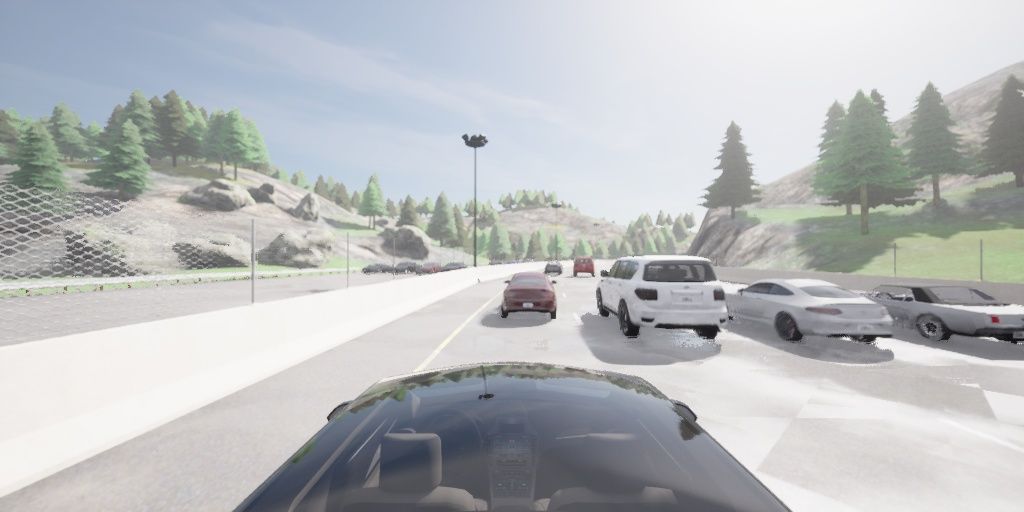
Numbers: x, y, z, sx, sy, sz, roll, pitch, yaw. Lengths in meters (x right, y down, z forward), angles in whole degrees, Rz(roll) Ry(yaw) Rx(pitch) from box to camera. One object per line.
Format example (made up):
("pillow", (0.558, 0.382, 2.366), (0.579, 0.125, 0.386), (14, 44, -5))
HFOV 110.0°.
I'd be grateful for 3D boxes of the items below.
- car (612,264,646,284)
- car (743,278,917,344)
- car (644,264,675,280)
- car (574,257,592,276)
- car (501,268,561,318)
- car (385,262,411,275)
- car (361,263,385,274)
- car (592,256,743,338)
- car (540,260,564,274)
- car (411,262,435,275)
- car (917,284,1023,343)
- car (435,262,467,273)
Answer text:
("car", (9.816, 1.441, 30.512), (2.033, 1.411, 5.357), (0, 0, 10))
("car", (7.426, 1.317, 9.691), (1.812, 1.442, 4.674), (0, 0, 3))
("car", (14.140, 1.515, 34.622), (1.895, 1.301, 4.718), (0, 0, 11))
("car", (8.002, 1.159, 39.580), (2.150, 2.045, 5.566), (0, 0, 12))
("car", (0.666, 1.331, 13.175), (1.812, 1.442, 4.674), (0, 0, 4))
("car", (-12.819, 1.451, 43.222), (1.837, 1.490, 4.892), (0, 0, 12))
("car", (-16.352, 1.510, 43.429), (1.994, 1.385, 4.181), (0, 0, 12))
("car", (3.958, 1.018, 10.463), (2.150, 2.045, 5.566), (0, 0, 3))
("car", (4.942, 1.437, 41.793), (2.128, 1.511, 4.902), (0, 0, 13))
("car", (-9.553, 1.466, 41.775), (1.812, 1.442, 4.674), (0, 0, 12))
("car", (10.936, 1.394, 9.819), (1.895, 1.301, 4.718), (0, 0, 4))
("car", (-6.414, 1.436, 39.713), (1.837, 1.490, 4.892), (0, 0, 12))
